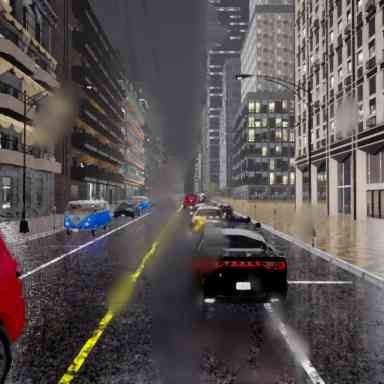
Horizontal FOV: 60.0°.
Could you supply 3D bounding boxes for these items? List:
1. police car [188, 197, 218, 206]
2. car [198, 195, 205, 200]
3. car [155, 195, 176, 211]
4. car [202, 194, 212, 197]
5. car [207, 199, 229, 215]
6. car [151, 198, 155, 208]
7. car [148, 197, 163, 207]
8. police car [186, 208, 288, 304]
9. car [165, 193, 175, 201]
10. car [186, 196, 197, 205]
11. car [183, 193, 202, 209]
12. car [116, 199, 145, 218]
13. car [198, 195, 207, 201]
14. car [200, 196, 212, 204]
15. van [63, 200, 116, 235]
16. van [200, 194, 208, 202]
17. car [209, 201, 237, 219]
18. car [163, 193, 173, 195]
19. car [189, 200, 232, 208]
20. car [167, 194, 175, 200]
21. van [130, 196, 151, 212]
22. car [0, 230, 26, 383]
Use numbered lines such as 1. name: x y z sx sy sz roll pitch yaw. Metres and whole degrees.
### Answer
1. police car: 0.876 1.425 24.366 1.930 1.638 5.238 0 0 0
2. car: 2.585 1.506 92.311 1.802 1.307 4.206 1 0 0
3. car: -3.040 1.469 41.310 1.882 1.535 5.008 0 0 0
4. car: 2.655 1.289 58.125 2.192 1.841 5.009 1 0 0
5. car: 2.671 1.546 35.331 2.008 1.369 4.403 1 0 0
6. car: -5.720 1.537 46.838 2.008 1.369 4.403 1 0 0
7. car: -5.726 1.562 52.535 1.802 1.307 4.206 1 0 0
8. police car: 0.891 1.427 8.363 1.930 1.638 5.238 0 0 0
9. car: -5.751 1.248 86.728 2.192 1.841 5.009 1 0 0
10. car: -0.055 1.478 58.704 1.837 1.490 4.892 0 0 0
11. car: -0.034 1.209 45.675 2.150 2.045 5.566 0 0 1
12. car: -5.705 1.564 29.744 1.947 1.339 4.313 1 0 0
13. car: 2.605 1.509 80.916 1.947 1.339 4.313 1 0 0
14. car: 2.645 1.517 63.822 2.008 1.369 4.403 1 0 0
15. van: -5.690 1.342 18.342 1.690 1.788 3.998 1 0 0
16. van: 2.648 1.292 75.218 1.690 1.788 3.998 1 0 0
17. car: 2.676 1.549 29.634 2.008 1.369 4.403 1 0 0
18. car: -5.741 1.266 75.332 2.192 1.841 5.009 1 0 0
19. car: 0.882 1.456 18.445 1.801 1.575 5.366 0 0 0
20. car: -5.759 1.364 92.428 1.967 1.590 4.097 1 0 0
21. van: -5.705 1.337 35.441 1.690 1.788 3.998 1 0 0
22. car: -3.104 1.222 1.821 2.150 2.045 5.566 0 0 0
